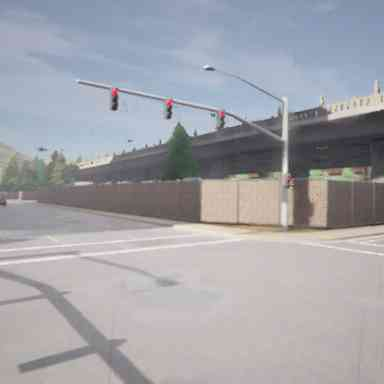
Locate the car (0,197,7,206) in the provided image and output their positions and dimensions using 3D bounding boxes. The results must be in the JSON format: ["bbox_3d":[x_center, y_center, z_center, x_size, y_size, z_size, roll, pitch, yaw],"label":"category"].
[{"bbox_3d":[-30.719,1.488,52.999,2.128,1.511,4.902,1,0,-35],"label":"car"}]
